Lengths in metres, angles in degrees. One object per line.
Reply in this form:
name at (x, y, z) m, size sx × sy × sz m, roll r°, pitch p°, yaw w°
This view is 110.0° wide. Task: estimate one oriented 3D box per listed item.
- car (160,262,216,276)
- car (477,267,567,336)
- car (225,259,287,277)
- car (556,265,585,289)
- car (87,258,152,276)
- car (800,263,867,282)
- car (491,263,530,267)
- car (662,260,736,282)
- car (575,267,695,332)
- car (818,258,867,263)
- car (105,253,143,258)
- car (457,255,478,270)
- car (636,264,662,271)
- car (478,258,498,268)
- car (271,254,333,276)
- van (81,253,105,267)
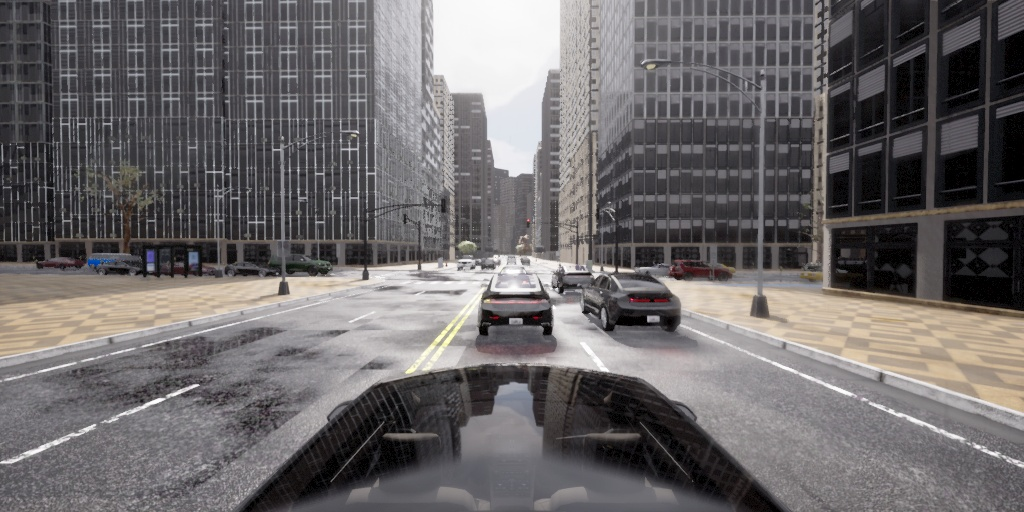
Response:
car at (-28.450, 1.137, 31.606) m, size 4.207 × 1.307 × 1.802 m, roll 0°, pitch 0°, yaw 1°
car at (0.090, 1.237, 10.393) m, size 2.128 × 1.511 × 4.902 m, roll 0°, pitch 0°, yaw 0°
car at (-22.766, 1.172, 31.479) m, size 4.313 × 1.339 × 1.948 m, roll 0°, pitch 0°, yaw 1°
car at (3.330, 1.231, 20.136) m, size 2.128 × 1.511 × 4.902 m, roll 0°, pitch 0°, yaw 0°
car at (-34.131, 1.068, 31.772) m, size 4.313 × 1.339 × 1.948 m, roll 0°, pitch 0°, yaw 1°
car at (27.608, 1.577, 30.813) m, size 4.829 × 1.417 × 1.751 m, roll 0°, pitch 0°, yaw 1°
car at (0.079, 1.287, 20.128) m, size 2.033 × 1.411 × 5.357 m, roll 0°, pitch 0°, yaw 0°
car at (16.159, 1.268, 30.997) m, size 5.009 × 1.841 × 2.192 m, roll 0°, pitch 0°, yaw 1°
car at (3.339, 1.250, 10.889) m, size 1.837 × 1.490 × 4.892 m, roll 0°, pitch 0°, yaw 0°
car at (32.992, 1.227, 36.497) m, size 5.566 × 2.045 × 2.150 m, roll 0°, pitch 1°, yaw 1°
car at (-35.436, 0.799, 34.430) m, size 4.553 × 1.767 × 2.097 m, roll 1°, pitch 1°, yaw 1°
car at (-6.649, 0.934, 52.615) m, size 2.150 × 2.045 × 5.566 m, roll 0°, pitch 0°, yaw 0°
car at (15.058, 1.450, 36.779) m, size 4.718 × 1.301 × 1.895 m, roll 0°, pitch 1°, yaw 0°
car at (-3.398, 1.190, 52.167) m, size 1.882 × 1.535 × 5.008 m, roll 0°, pitch 0°, yaw 0°
car at (-20.135, 0.808, 34.131) m, size 5.566 × 2.045 × 2.150 m, roll 0°, pitch 1°, yaw 1°
van at (-45.332, 0.603, 40.420) m, size 3.998 × 1.789 × 1.690 m, roll 0°, pitch 0°, yaw 1°
